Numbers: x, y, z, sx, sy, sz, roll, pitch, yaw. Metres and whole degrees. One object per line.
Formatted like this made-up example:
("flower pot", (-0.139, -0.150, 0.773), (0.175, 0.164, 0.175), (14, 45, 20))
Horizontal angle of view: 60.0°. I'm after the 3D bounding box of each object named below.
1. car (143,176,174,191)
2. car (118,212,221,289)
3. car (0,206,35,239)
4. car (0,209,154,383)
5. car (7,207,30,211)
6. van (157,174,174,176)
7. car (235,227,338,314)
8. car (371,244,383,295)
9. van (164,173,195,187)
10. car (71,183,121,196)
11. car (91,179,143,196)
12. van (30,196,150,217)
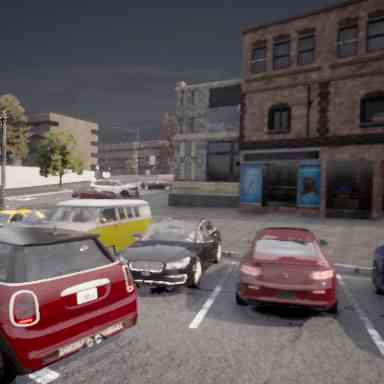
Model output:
("car", (-4.672, -1.007, 45.830), (4.892, 1.521, 2.231), (1, 6, 9))
("car", (-0.370, 1.471, 9.336), (2.231, 1.521, 4.892), (1, -1, 14))
("car", (-10.245, 1.484, 16.226), (2.163, 1.488, 4.792), (0, -1, 13))
("car", (-3.087, 1.343, 5.489), (4.553, 1.767, 2.097), (0, 0, 35))
("car", (-5.348, 1.334, 12.776), (2.185, 1.767, 4.553), (1, -1, 14))
("van", (-3.339, -1.519, 48.455), (4.442, 1.987, 1.878), (1, 6, 9))
("car", (2.097, 1.515, 7.597), (2.002, 1.452, 4.674), (0, -1, 15))
("car", (4.570, 1.521, 5.856), (2.002, 1.452, 4.674), (1, -1, 15))
("van", (-1.894, -1.805, 51.101), (4.442, 1.987, 1.878), (1, 6, 9))
("car", (-10.433, 0.175, 35.271), (4.674, 1.452, 2.002), (1, 6, 9))
("car", (-8.970, -0.400, 37.882), (5.566, 2.045, 2.435), (1, 6, 9))
("van", (-2.885, 1.238, 10.934), (1.878, 1.987, 4.442), (1, -1, 14))
